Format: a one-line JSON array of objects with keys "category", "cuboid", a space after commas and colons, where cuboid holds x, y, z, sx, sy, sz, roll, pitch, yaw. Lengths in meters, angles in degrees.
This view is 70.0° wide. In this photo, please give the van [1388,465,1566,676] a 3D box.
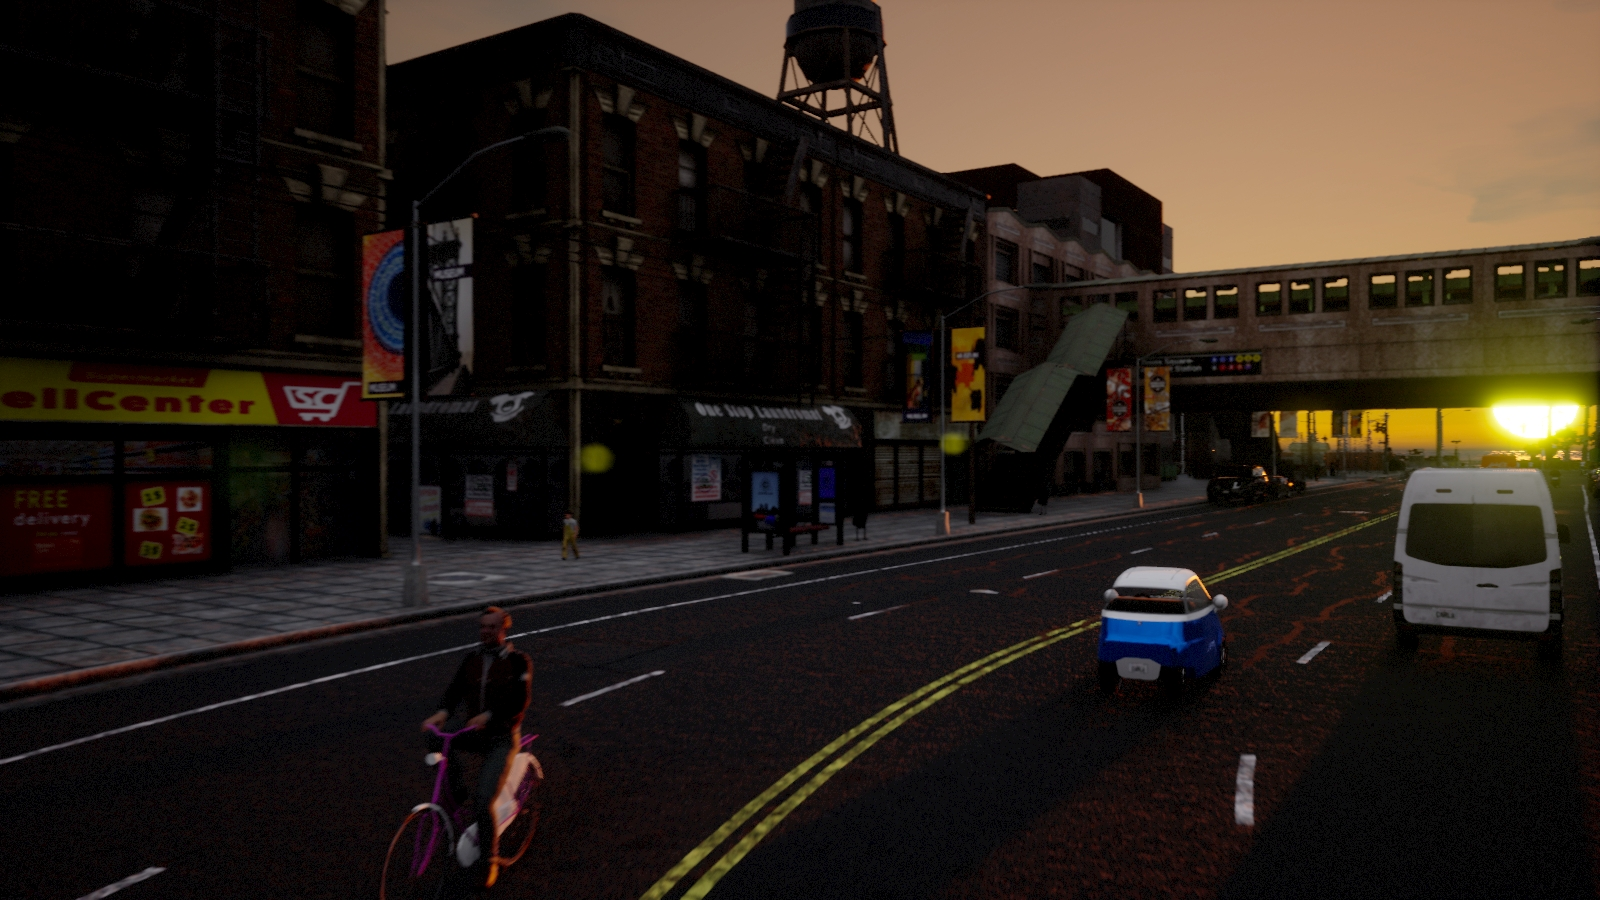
[{"category": "van", "cuboid": [10.321, 1.542, 17.322, 1.988, 2.561, 5.915, 0, 0, 32]}]

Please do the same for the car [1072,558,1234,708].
[{"category": "car", "cuboid": [4.306, 2.125, 13.802, 1.481, 1.376, 2.207, 0, 0, 28]}]

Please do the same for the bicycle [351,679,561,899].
[{"category": "bicycle", "cuboid": [-2.092, 2.211, 7.193, 0.329, 1.171, 1.835, 1, 0, 15]}]

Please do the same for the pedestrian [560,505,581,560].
[{"category": "pedestrian", "cuboid": [-5.511, 1.980, 27.469, 0.375, 1.300, 0.375, 0, 0, 16]}]
